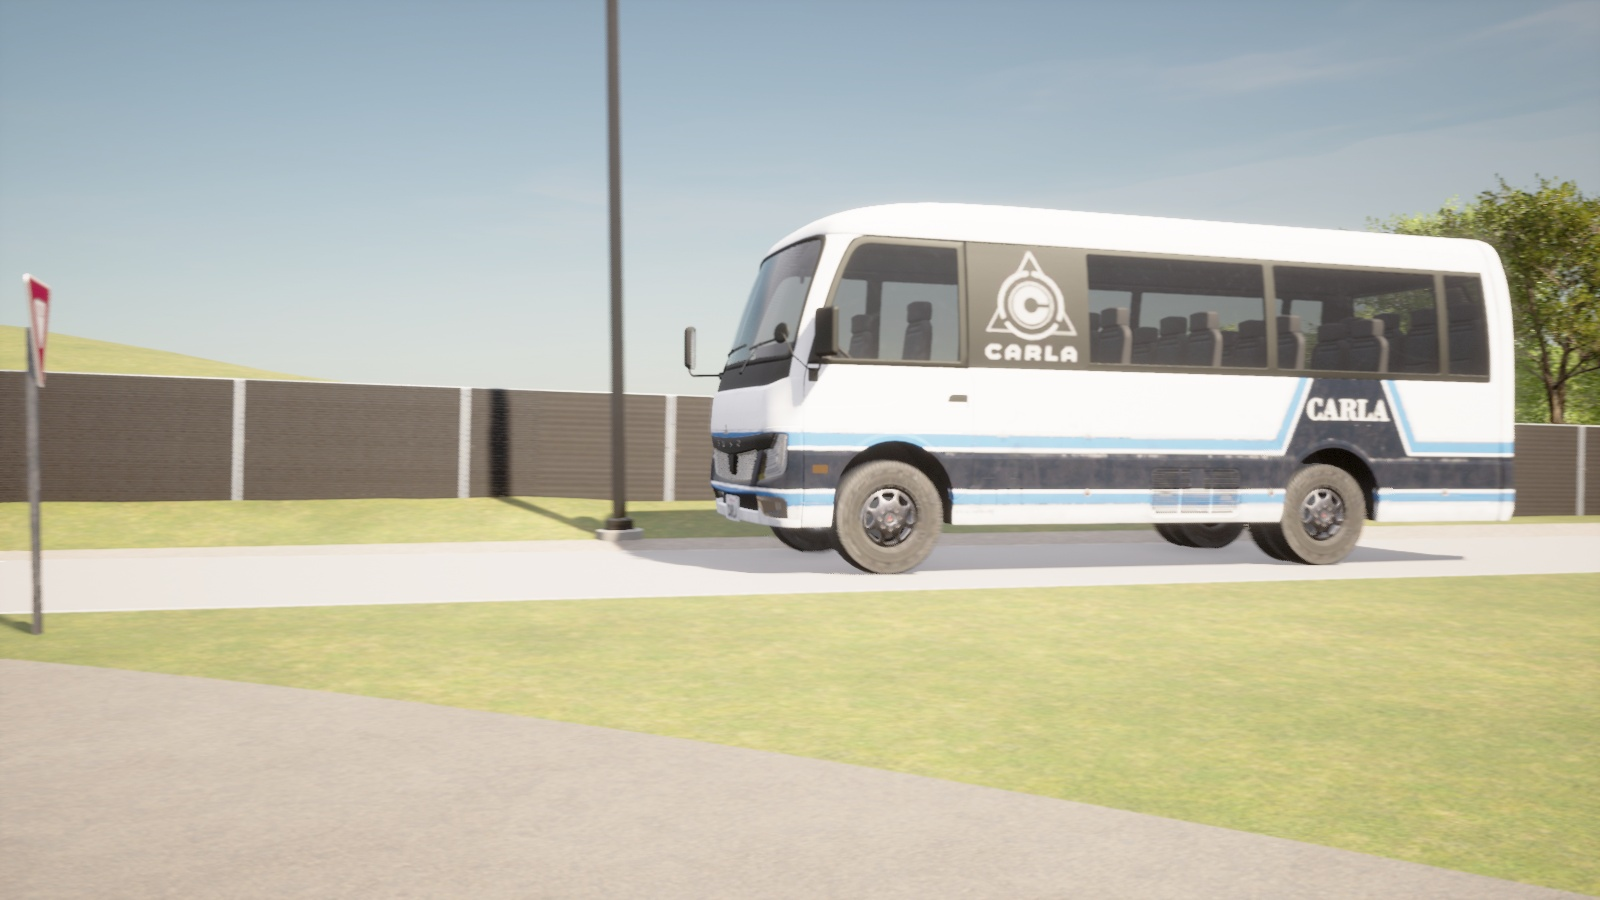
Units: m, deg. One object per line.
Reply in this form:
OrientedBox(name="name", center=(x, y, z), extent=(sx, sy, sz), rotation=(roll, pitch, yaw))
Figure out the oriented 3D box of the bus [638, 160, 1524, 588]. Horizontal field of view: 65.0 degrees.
OrientedBox(name="bus", center=(3.406, -0.810, 15.847), extent=(10.273, 4.253, 3.944), rotation=(0, 1, -16))
